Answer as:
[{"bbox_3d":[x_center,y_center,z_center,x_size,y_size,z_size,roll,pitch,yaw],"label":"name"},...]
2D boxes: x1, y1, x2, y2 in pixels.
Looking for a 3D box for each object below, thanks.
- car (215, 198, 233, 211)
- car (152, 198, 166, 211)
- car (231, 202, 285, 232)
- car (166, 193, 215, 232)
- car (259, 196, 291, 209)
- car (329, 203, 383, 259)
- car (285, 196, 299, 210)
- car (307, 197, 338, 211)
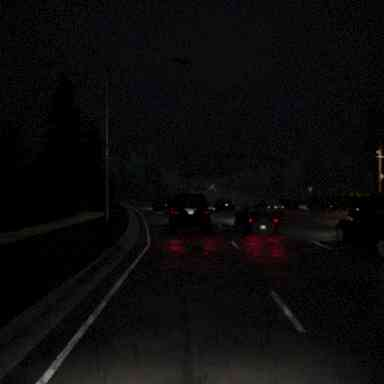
[{"bbox_3d":[3.607,1.314,36.748,1.994,1.385,4.181,0,0,0],"label":"car"},{"bbox_3d":[-3.230,1.316,36.442,1.994,1.385,4.181,0,0,-14],"label":"car"},{"bbox_3d":[3.604,1.471,19.061,1.895,1.301,4.718,0,0,0],"label":"car"},{"bbox_3d":[-0.258,1.091,19.119,2.150,2.045,5.566,0,0,-4],"label":"car"},{"bbox_3d":[7.107,1.338,30.805,2.033,1.411,5.357,0,0,0],"label":"car"},{"bbox_3d":[7.102,1.394,12.204,1.882,1.535,5.008,0,0,0],"label":"car"},{"bbox_3d":[10.607,1.221,37.715,1.882,1.535,5.008,0,0,0],"label":"car"},{"bbox_3d":[14.107,1.245,36.131,2.128,1.511,4.902,0,0,0],"label":"car"}]
